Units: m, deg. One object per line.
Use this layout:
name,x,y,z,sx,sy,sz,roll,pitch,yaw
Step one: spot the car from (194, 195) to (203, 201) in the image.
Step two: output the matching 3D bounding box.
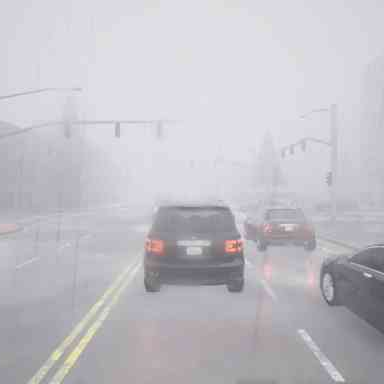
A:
car,1.660,1.552,81.372,1.994,1.385,4.181,0,0,-1

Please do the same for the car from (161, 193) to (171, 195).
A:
car,-4.924,1.219,62.211,2.150,2.045,5.566,0,0,0

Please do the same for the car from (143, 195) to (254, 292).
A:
car,0.051,1.221,9.035,2.150,2.045,5.566,0,0,0

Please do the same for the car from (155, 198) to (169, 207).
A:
car,-4.717,1.601,52.206,1.895,1.301,4.718,0,0,-1

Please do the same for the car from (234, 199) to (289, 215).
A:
car,6.934,1.492,33.345,4.902,1.511,2.128,0,0,-10

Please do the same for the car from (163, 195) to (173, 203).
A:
car,-5.123,1.477,72.378,1.882,1.535,5.008,0,0,-1

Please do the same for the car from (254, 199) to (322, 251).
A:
car,3.531,1.352,14.214,2.097,1.767,4.553,0,0,0

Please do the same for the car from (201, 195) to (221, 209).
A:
car,2.535,1.352,45.913,2.097,1.767,4.553,0,0,-6

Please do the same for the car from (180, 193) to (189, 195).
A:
car,-1.814,1.496,80.269,1.837,1.490,4.892,0,0,-1

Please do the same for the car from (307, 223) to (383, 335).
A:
car,3.606,1.505,5.133,1.837,1.490,4.892,0,0,0

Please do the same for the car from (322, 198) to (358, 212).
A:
car,16.184,1.504,37.666,4.892,1.490,1.837,0,0,-2
